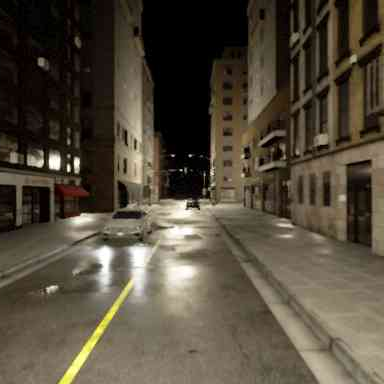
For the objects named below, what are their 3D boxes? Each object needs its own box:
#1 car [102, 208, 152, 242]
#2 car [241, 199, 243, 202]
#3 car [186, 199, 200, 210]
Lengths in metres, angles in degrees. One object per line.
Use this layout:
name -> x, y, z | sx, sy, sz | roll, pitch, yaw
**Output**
car -> -3.080, 1.538, 16.594 | 1.812, 1.442, 4.674 | 0, 0, 0
car -> 12.162, 1.461, 66.577 | 4.507, 1.381, 1.887 | -1, 0, 0
car -> 0.116, 1.569, 43.470 | 2.033, 1.411, 5.357 | 0, 0, 0
